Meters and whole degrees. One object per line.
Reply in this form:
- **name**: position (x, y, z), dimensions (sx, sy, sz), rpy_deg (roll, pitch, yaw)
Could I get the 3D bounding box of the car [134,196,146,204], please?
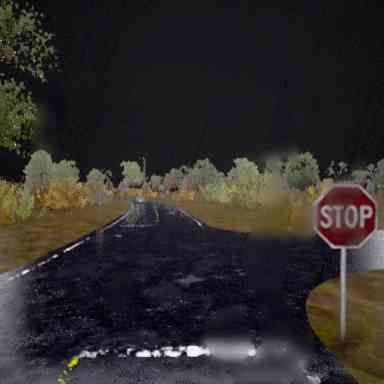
- **car**: position (-9.622, 1.466, 61.582), dimensions (2.128, 1.511, 4.902), rpy_deg (0, 0, -11)
